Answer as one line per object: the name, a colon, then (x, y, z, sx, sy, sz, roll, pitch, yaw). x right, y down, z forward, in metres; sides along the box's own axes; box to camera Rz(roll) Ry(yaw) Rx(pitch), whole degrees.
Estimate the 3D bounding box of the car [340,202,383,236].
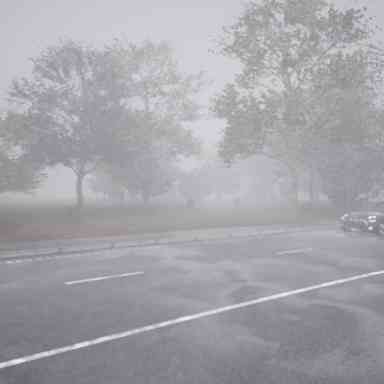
car: (10.357, 1.360, 18.382, 4.553, 1.767, 2.097, 0, 0, -29)
